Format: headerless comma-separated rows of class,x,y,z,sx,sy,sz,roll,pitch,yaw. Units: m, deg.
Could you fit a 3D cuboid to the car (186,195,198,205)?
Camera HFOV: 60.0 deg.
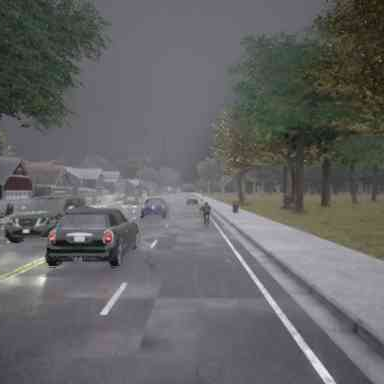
car,0.056,1.443,56.883,1.812,1.442,4.674,0,0,0

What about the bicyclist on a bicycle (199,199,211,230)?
bicyclist on a bicycle,0.894,1.419,19.960,0.582,1.620,1.656,0,0,0

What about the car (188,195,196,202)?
car,-0.008,1.397,74.848,1.837,1.490,4.892,0,0,0

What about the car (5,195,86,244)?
car,-6.603,1.193,15.998,2.150,2.045,5.566,0,0,0

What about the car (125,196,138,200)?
car,-9.818,1.447,53.849,1.812,1.442,4.674,0,0,0

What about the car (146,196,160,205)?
car,-6.560,1.444,56.450,1.812,1.442,4.674,0,0,0

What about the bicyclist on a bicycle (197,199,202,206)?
bicyclist on a bicycle,0.876,1.389,28.530,0.866,1.612,1.509,0,0,0

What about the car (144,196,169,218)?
car,-3.153,1.303,29.217,2.097,1.767,4.553,0,0,0

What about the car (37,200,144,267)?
car,-3.150,1.333,11.439,2.097,1.767,4.553,0,0,0
